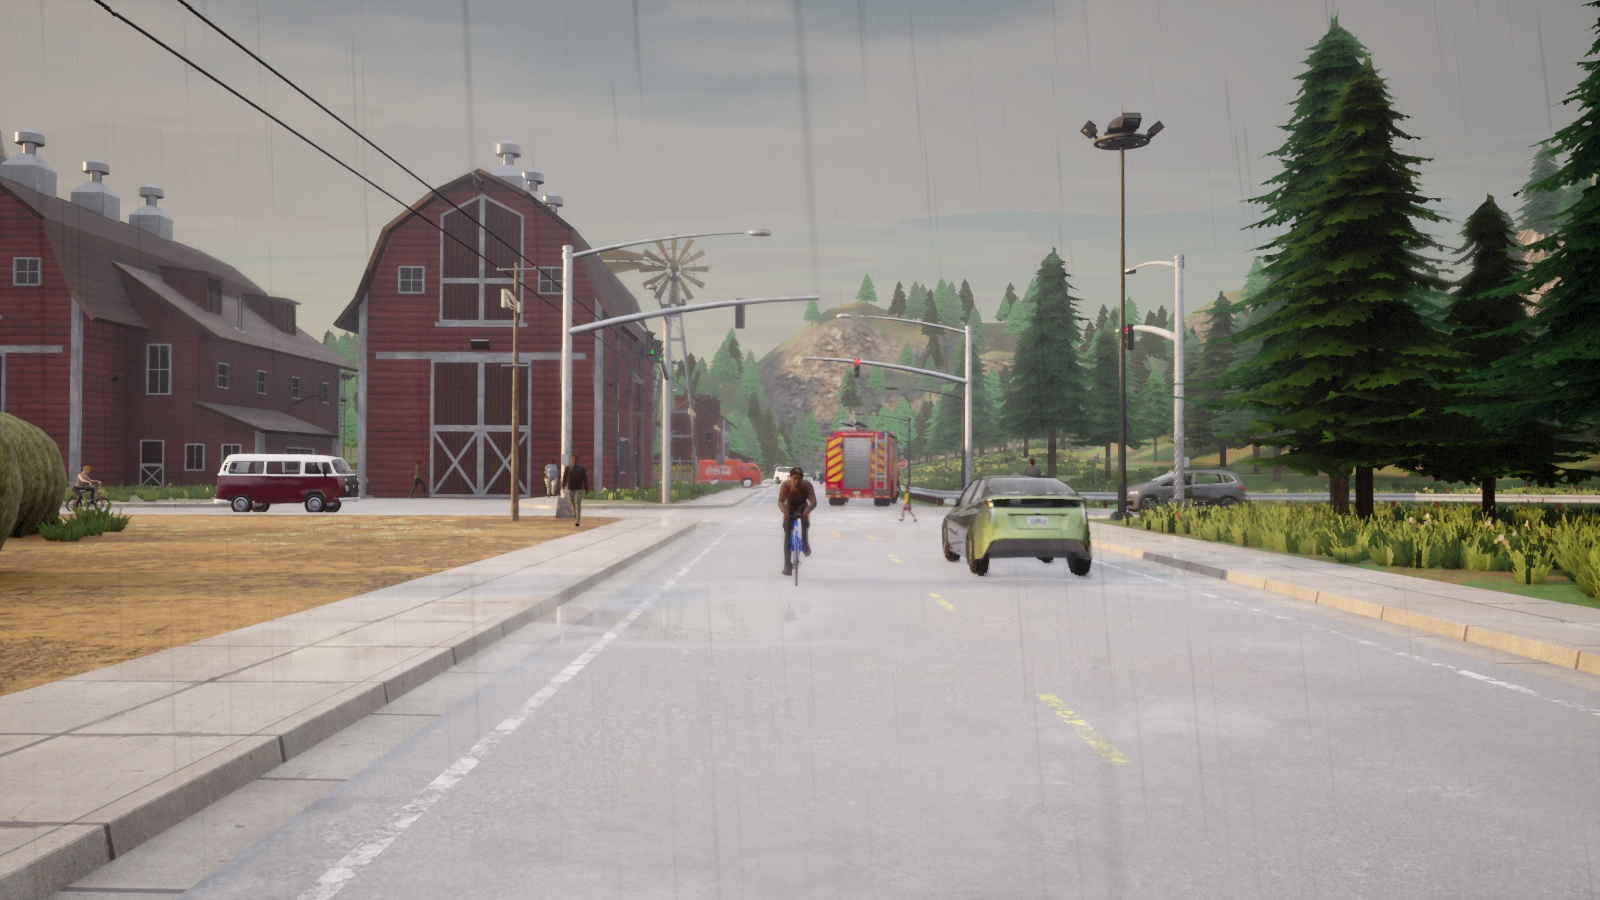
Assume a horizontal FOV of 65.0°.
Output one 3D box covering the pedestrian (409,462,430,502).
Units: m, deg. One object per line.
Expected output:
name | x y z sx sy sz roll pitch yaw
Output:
pedestrian | -17.583 1.472 58.031 0.869 1.805 0.328 0 -1 -3

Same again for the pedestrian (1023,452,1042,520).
pedestrian | 6.746 1.053 36.420 0.423 1.949 0.788 0 -1 1

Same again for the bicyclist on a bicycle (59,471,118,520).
bicyclist on a bicycle | -24.097 1.534 42.557 1.509 1.612 0.866 0 -1 -1

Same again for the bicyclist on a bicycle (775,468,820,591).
bicyclist on a bicycle | -0.038 1.058 17.351 0.582 1.620 1.656 0 -1 0

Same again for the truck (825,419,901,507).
truck | 3.085 0.632 59.311 2.891 3.827 8.468 0 -1 8

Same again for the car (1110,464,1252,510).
car | 14.152 1.360 46.838 4.611 1.667 2.242 0 -1 -1

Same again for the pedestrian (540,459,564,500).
pedestrian | -11.117 1.315 56.348 0.874 1.855 0.900 0 -1 -25

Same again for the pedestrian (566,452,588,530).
pedestrian | -5.351 0.982 30.131 0.431 1.840 0.703 0 -1 -4

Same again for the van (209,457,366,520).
van | -17.365 1.292 42.696 4.480 2.038 2.069 0 -1 -1

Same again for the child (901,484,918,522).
child | 3.319 1.605 38.002 0.473 1.160 0.299 0 -1 -1

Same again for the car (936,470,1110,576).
car | 3.455 1.089 20.375 2.007 1.525 4.514 0 -1 0
